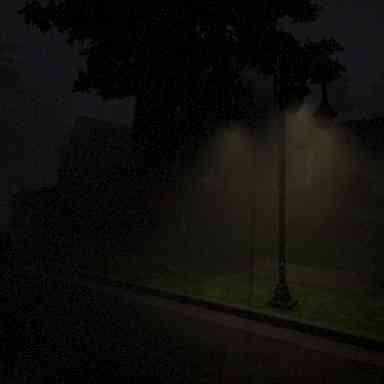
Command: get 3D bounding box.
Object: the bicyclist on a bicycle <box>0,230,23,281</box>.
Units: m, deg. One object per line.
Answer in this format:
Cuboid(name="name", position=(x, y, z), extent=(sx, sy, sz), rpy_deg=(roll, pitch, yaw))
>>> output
Cuboid(name="bicyclist on a bicycle", position=(-4.940, 1.427, 8.106), extent=(0.582, 1.620, 1.656), rpy_deg=(0, 0, 36))
